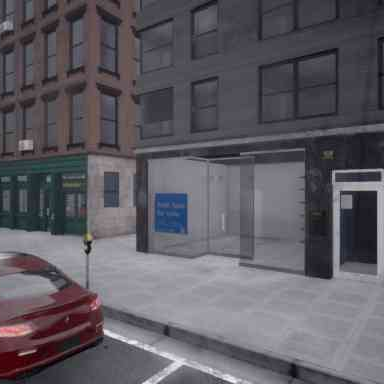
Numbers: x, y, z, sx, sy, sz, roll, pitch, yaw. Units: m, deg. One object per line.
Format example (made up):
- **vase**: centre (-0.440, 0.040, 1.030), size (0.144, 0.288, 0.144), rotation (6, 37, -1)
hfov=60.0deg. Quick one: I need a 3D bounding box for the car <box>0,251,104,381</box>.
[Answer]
- **car**: centre (-3.089, 1.582, 5.026), size (4.206, 1.307, 1.802), rotation (0, 0, 36)
